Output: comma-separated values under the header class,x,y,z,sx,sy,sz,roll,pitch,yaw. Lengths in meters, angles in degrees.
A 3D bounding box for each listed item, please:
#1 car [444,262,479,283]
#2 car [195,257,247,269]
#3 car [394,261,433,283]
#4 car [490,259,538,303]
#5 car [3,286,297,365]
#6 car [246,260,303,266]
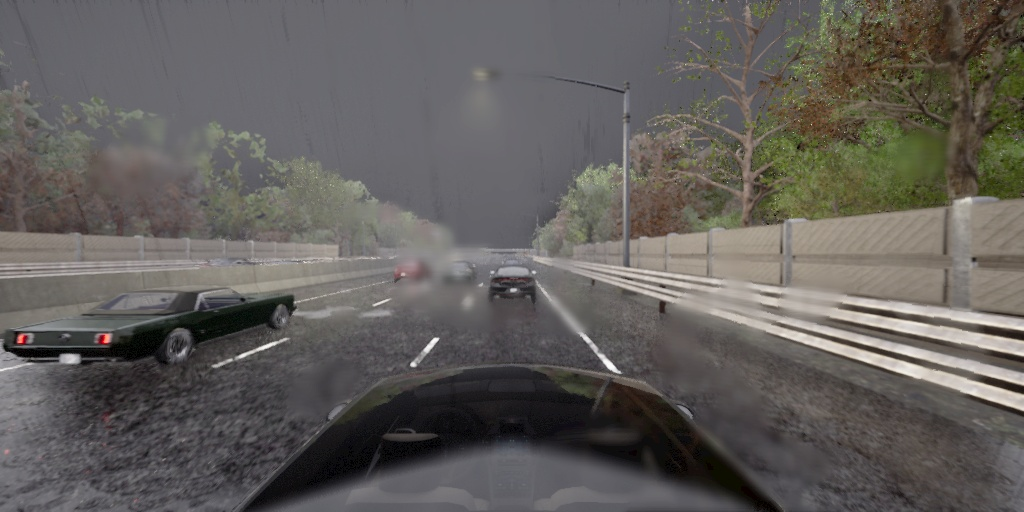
class,x,y,z,sx,sy,sz,roll,pitch,yaw
car,-3.453,1.103,24.939,1.994,1.385,4.181,0,0,0
car,-21.158,1.029,26.894,2.128,1.511,4.902,0,0,0
car,-6.953,1.062,25.529,1.812,1.442,4.674,0,0,0
car,0.058,1.093,15.846,1.882,1.535,5.008,0,1,0
car,-6.910,1.298,7.826,1.895,1.301,4.718,0,1,0
car,-17.662,1.072,28.089,2.033,1.411,5.357,0,0,0
